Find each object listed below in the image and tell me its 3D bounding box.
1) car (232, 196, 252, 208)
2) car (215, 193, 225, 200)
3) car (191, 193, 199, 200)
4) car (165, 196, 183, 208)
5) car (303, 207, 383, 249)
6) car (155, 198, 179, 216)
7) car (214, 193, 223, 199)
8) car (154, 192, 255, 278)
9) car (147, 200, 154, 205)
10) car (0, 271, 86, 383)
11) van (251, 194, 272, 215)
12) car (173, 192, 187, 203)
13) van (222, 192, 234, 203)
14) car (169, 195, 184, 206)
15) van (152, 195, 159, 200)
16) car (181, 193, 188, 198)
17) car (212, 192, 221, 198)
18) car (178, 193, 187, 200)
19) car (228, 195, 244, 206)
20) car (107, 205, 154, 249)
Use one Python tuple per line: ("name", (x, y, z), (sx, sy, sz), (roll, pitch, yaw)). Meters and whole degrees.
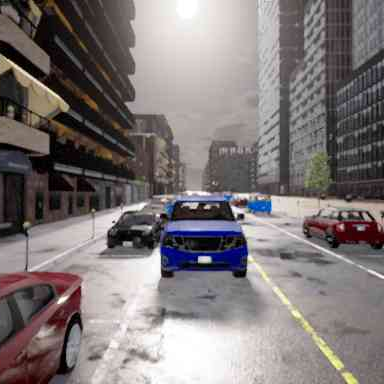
("car", (6.220, 1.263, 41.799), (1.802, 1.307, 4.206), (1, 0, 0))
("car", (6.350, 0.957, 75.386), (1.752, 1.417, 4.829), (1, 0, 0))
("car", (0.644, 0.965, 74.252), (1.812, 1.442, 4.674), (0, 0, 0))
("car", (-2.159, 1.231, 41.832), (2.008, 1.369, 4.403), (1, 0, 0))
("car", (6.115, 1.332, 13.951), (1.967, 1.590, 4.097), (1, 0, 0))
("car", (-2.202, 1.291, 30.524), (1.752, 1.417, 4.829), (1, 0, 0))
("car", (6.370, 0.937, 80.786), (1.887, 1.381, 4.507), (1, 0, 0))
("car", (0.299, 1.139, 10.266), (2.150, 2.045, 5.566), (0, 1, 0))
("car", (-2.245, 1.400, 19.554), (2.008, 1.369, 4.403), (1, 0, 0))
("car", (-2.310, 1.522, 2.846), (1.887, 1.381, 4.507), (1, 0, 0))
("van", (6.181, 1.106, 30.659), (1.690, 1.788, 3.998), (1, 0, 0))
("car", (-2.092, 0.870, 58.539), (2.192, 1.841, 5.009), (1, 0, 0))
("van", (6.288, 0.897, 58.507), (1.690, 1.788, 3.998), (1, 0, 0))
("car", (-2.139, 1.165, 47.232), (1.752, 1.417, 4.829), (1, 0, 0))
("van", (-2.221, 1.148, 25.123), (1.690, 1.788, 3.998), (1, 0, 0))
("car", (-1.989, 0.933, 86.389), (1.802, 1.307, 4.206), (1, 0, 0))
("car", (6.393, 0.791, 86.355), (1.967, 1.590, 4.097), (1, 0, 0))
("car", (-2.032, 0.977, 75.249), (1.887, 1.381, 4.507), (1, 0, 0))
("car", (6.243, 1.163, 47.538), (1.752, 1.417, 4.829), (1, 0, 0))
("car", (-2.267, 1.457, 13.985), (1.947, 1.339, 4.313), (1, 0, 0))
